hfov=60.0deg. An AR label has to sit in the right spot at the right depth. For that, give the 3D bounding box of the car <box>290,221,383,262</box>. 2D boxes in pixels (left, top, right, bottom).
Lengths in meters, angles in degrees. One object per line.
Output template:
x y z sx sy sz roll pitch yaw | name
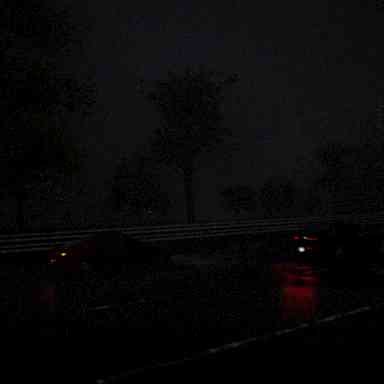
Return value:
6.524 2.039 14.521 4.892 1.490 1.837 0 -4 -28 | car

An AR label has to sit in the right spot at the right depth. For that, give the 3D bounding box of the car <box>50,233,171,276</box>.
-3.130 2.351 13.286 4.674 1.442 1.812 0 -4 -29 | car
